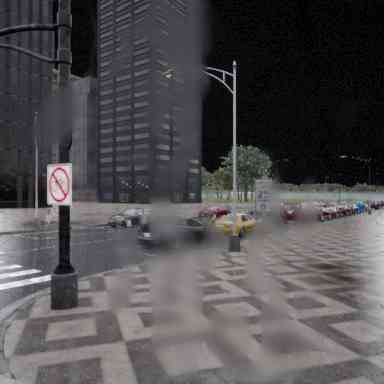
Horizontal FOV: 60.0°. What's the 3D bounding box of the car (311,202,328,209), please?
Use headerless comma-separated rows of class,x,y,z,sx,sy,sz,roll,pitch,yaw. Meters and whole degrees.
car,25.258,2.673,65.783,1.887,1.381,4.507,-1,-2,35

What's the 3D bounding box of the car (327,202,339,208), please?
car,31.809,2.891,74.974,1.802,1.307,4.206,-1,-2,35

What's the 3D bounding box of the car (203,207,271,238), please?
car,2.816,1.824,19.606,1.752,1.417,4.829,-1,-2,35

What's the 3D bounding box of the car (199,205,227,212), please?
car,2.331,2.016,33.613,1.887,1.381,4.507,-1,-2,35

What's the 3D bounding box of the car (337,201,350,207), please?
car,38.360,3.037,84.166,2.008,1.369,4.403,-1,-1,35

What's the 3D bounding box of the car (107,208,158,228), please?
car,-4.219,1.842,24.421,2.008,1.369,4.403,-1,-1,35

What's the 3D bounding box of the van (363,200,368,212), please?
van,25.646,2.289,51.644,1.690,1.788,3.998,-1,-2,35

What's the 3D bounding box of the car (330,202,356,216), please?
car,19.095,2.304,42.447,1.887,1.381,4.507,-1,-2,35

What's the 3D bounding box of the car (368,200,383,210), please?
car,35.473,2.539,65.433,2.192,1.841,5.009,-1,-2,35

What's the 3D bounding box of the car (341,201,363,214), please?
car,22.370,2.294,47.046,1.967,1.590,4.097,-1,-2,35

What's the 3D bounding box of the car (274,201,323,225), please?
car,9.268,1.791,28.665,2.192,1.841,5.009,-1,-2,35

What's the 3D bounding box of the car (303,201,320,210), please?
car,21.982,2.476,61.189,1.967,1.590,4.097,-1,-2,35

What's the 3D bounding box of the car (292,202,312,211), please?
car,18.707,2.494,56.591,2.008,1.369,4.403,-1,-2,35

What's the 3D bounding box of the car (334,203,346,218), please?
car,15.823,2.246,37.856,1.802,1.307,4.206,-1,-2,36

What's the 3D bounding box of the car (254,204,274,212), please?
car,8.881,2.210,42.804,2.008,1.369,4.403,-1,-2,35

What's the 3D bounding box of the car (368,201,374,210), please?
car,28.922,2.592,56.235,2.008,1.369,4.403,-1,-2,35

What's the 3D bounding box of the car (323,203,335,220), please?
car,12.544,2.114,33.255,1.887,1.381,4.507,-1,-2,35

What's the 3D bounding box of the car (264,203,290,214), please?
car,12.156,2.305,47.399,2.008,1.369,4.403,-1,-2,35

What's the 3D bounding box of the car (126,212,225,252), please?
car,-0.557,1.775,14.872,1.947,1.339,4.313,-1,-2,35
